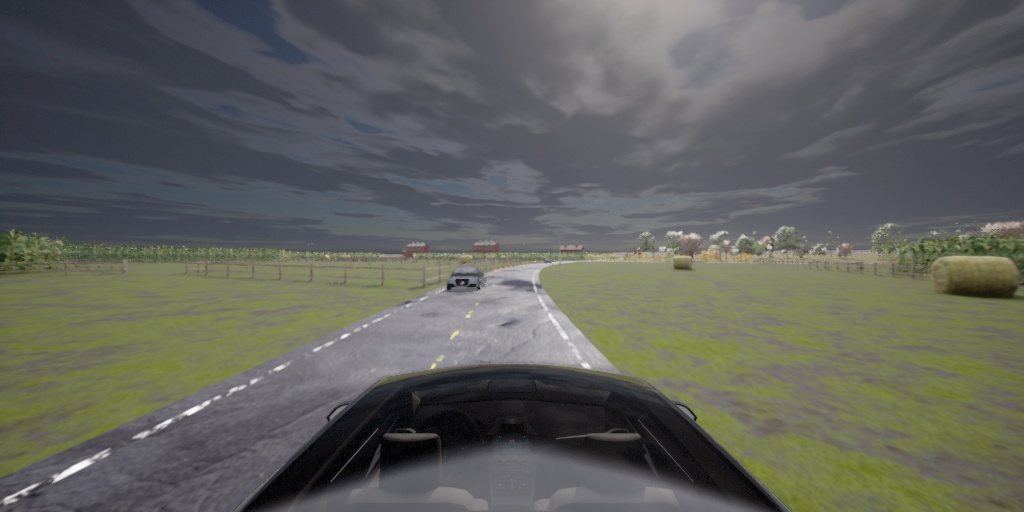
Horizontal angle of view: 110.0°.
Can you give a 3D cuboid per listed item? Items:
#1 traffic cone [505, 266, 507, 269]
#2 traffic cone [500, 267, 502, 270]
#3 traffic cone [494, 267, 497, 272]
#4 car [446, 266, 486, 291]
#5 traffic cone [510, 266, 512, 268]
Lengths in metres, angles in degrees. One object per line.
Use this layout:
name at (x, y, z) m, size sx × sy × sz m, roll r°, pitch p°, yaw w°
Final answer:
traffic cone at (-0.908, 1.732, 56.681) m, size 0.340 × 0.580 × 0.340 m, roll 0°, pitch 0°, yaw 8°
traffic cone at (-1.559, 1.728, 51.683) m, size 0.340 × 0.580 × 0.340 m, roll 0°, pitch 0°, yaw 7°
traffic cone at (-2.130, 1.724, 46.678) m, size 0.340 × 0.580 × 0.340 m, roll 0°, pitch 0°, yaw 6°
car at (-2.741, 1.324, 22.081) m, size 1.994 × 1.385 × 4.181 m, roll 0°, pitch 0°, yaw 2°
traffic cone at (-0.180, 1.738, 61.666) m, size 0.340 × 0.580 × 0.340 m, roll 0°, pitch 0°, yaw 9°
